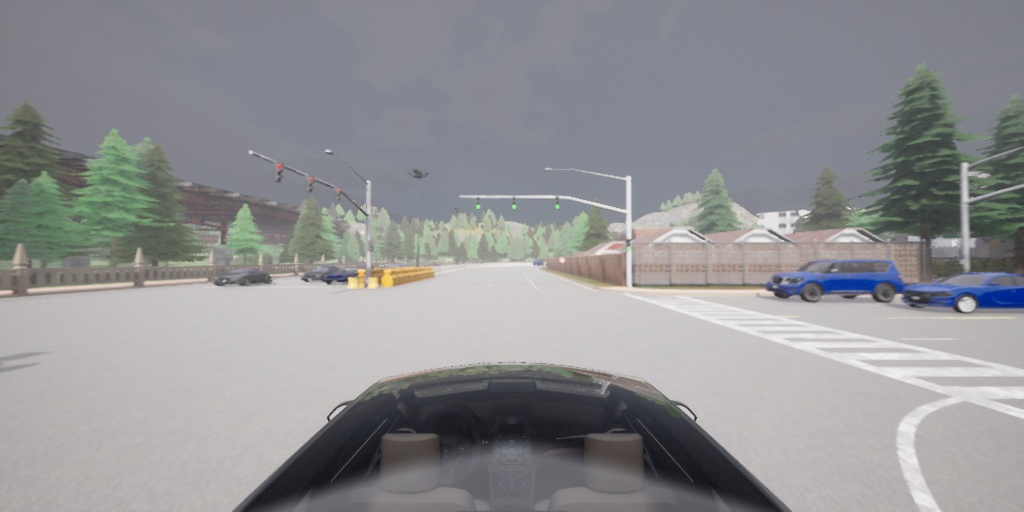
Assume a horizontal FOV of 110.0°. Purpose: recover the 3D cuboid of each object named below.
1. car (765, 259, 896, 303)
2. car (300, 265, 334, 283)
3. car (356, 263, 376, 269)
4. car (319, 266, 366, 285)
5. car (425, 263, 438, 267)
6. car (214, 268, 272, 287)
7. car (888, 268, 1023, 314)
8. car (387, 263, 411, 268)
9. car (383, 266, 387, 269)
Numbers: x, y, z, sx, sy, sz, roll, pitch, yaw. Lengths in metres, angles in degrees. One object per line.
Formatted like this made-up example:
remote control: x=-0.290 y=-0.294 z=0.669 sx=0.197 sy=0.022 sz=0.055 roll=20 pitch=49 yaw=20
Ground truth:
car: x=15.797 y=1.177 z=17.705 sx=5.566 sy=2.045 sz=2.150 roll=0 pitch=-1 yaw=2
car: x=-17.596 y=1.715 z=33.849 sx=2.033 sy=1.411 sz=5.357 roll=0 pitch=-1 yaw=0
car: x=-20.999 y=1.737 z=50.656 sx=2.097 sy=1.767 sz=4.553 roll=0 pitch=-1 yaw=0
car: x=-14.064 y=1.726 z=30.579 sx=1.895 sy=1.301 sz=4.718 roll=0 pitch=-1 yaw=-1
car: x=-14.023 y=2.030 z=62.340 sx=2.128 sy=1.511 sz=4.902 roll=0 pitch=-1 yaw=1
car: x=-20.998 y=1.657 z=28.159 sx=1.994 sy=1.385 sz=4.181 roll=0 pitch=-1 yaw=0
car: x=18.452 y=1.387 z=14.105 sx=5.008 sy=1.535 sz=1.882 roll=0 pitch=-1 yaw=2
car: x=-14.074 y=1.894 z=46.393 sx=1.994 sy=1.385 sz=4.181 roll=0 pitch=-1 yaw=0
car: x=-17.526 y=1.963 z=54.719 sx=1.812 sy=1.442 sz=4.674 roll=0 pitch=-1 yaw=1
